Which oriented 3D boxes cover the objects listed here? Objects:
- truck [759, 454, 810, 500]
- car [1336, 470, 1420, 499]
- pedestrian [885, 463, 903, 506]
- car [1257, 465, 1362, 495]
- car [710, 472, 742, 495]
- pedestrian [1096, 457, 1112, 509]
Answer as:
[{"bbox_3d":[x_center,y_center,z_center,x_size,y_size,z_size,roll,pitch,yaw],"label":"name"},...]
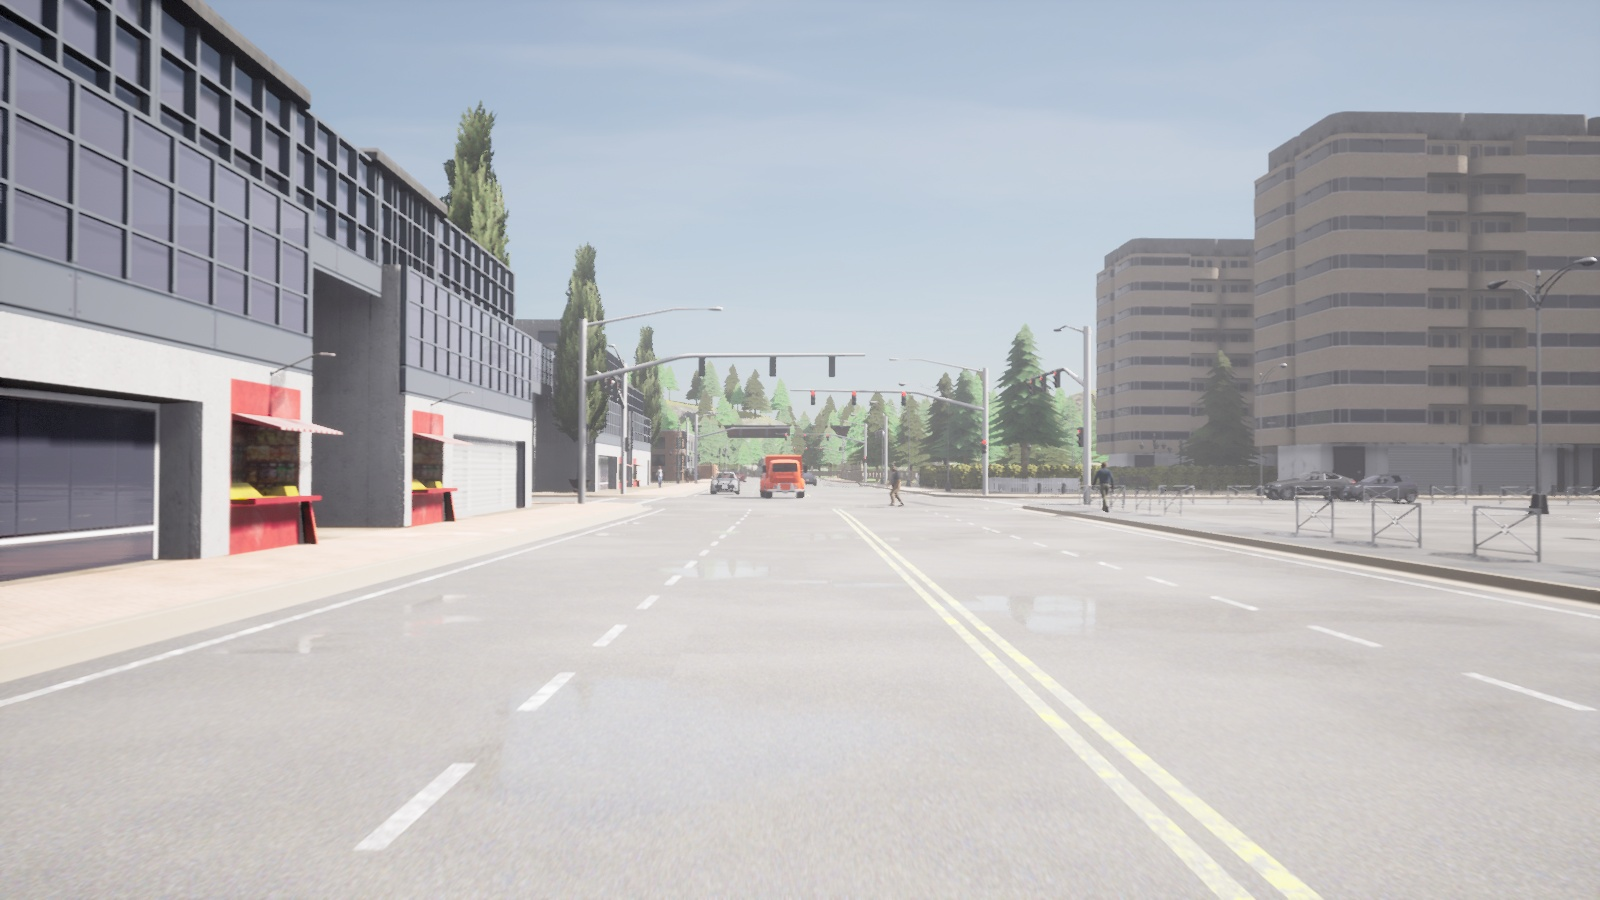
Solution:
[{"bbox_3d":[-0.938,1.537,72.003,2.627,2.467,5.204,-1,-1,-4],"label":"truck"},{"bbox_3d":[31.083,1.836,67.627,3.633,1.501,1.845,0,-1,-2],"label":"car"},{"bbox_3d":[4.025,1.482,53.796,0.694,1.848,0.540,0,-1,-8],"label":"pedestrian"},{"bbox_3d":[28.798,1.668,71.060,5.027,1.651,2.152,0,-1,-2],"label":"car"},{"bbox_3d":[-4.863,2.182,82.571,1.970,1.475,3.806,0,-1,-2],"label":"car"},{"bbox_3d":[10.787,1.176,44.550,0.370,1.835,0.726,0,-1,1],"label":"pedestrian"}]
